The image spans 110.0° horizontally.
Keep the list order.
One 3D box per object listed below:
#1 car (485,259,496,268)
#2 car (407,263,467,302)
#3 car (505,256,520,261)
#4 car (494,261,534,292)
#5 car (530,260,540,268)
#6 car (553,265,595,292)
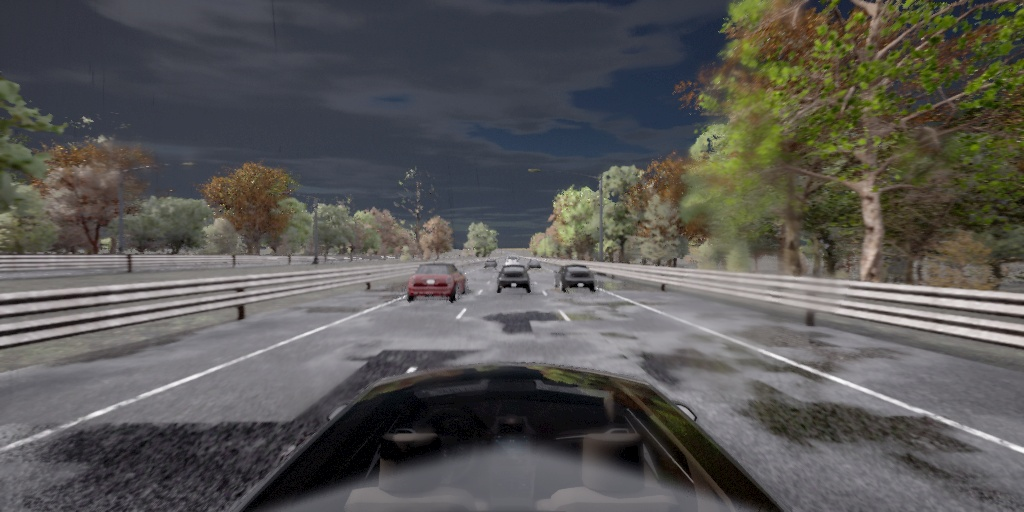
[{"bbox_3d":[-3.417,1.235,59.910,2.128,1.511,4.902,0,0,0],"label":"car"},{"bbox_3d":[-3.406,1.100,17.130,2.097,1.767,4.553,0,0,0],"label":"car"},{"bbox_3d":[0.085,0.966,58.856,2.150,2.045,5.566,0,0,0],"label":"car"},{"bbox_3d":[0.097,1.255,21.146,1.837,1.490,4.892,0,0,0],"label":"car"},{"bbox_3d":[3.583,1.308,59.435,1.994,1.385,4.181,0,0,0],"label":"car"},{"bbox_3d":[3.596,1.255,21.161,1.837,1.490,4.892,0,0,0],"label":"car"}]
